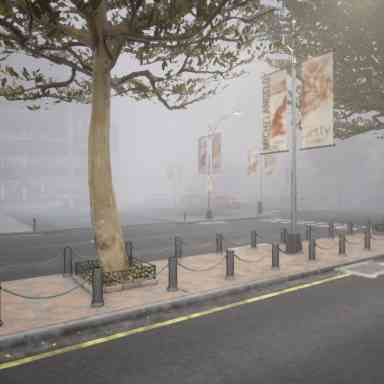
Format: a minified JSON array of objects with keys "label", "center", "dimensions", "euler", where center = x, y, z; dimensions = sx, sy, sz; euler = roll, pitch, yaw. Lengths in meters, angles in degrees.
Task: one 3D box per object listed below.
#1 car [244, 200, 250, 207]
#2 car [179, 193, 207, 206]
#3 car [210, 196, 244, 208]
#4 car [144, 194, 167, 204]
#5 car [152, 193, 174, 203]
[{"label":"car","center":[6.978,1.526,52.034],"dimensions":[1.812,1.442,4.674],"euler":[0,0,-36]},{"label":"car","center":[-0.181,1.352,55.969],"dimensions":[2.097,1.767,4.553],"euler":[0,0,-36]},{"label":"car","center":[4.915,1.352,48.890],"dimensions":[2.097,1.767,4.553],"euler":[0,0,-35]},{"label":"car","center":[-7.452,1.564,65.066],"dimensions":[4.181,1.385,1.994],"euler":[0,0,44]},{"label":"car","center":[-6.344,1.221,69.160],"dimensions":[5.566,2.045,2.150],"euler":[0,0,41]}]
